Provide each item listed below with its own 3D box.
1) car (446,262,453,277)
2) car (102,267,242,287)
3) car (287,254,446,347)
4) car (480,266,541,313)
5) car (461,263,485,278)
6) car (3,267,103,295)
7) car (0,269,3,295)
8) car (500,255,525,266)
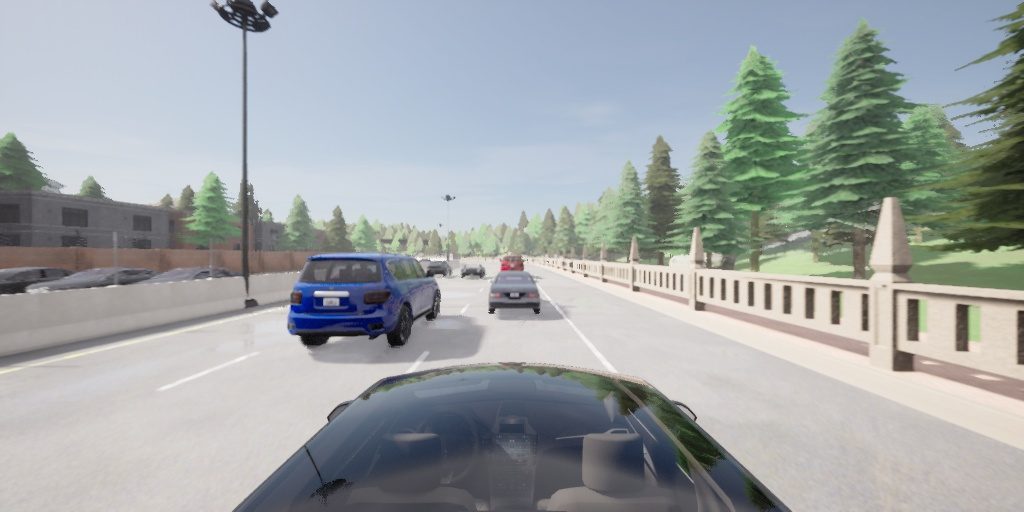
[{"bbox_3d":[-6.963,1.226,34.591,1.837,1.490,4.892,0,0,0],"label":"car"},{"bbox_3d":[-14.126,1.237,15.818,2.128,1.511,4.902,0,0,0],"label":"car"},{"bbox_3d":[-3.421,0.965,9.467,2.150,2.045,5.566,0,0,0],"label":"car"},{"bbox_3d":[0.077,1.285,13.940,2.033,1.411,5.357,0,0,0],"label":"car"},{"bbox_3d":[-3.461,1.321,32.963,1.895,1.301,4.718,0,0,0],"label":"car"},{"bbox_3d":[-17.626,1.239,15.670,2.128,1.511,4.902,0,0,0],"label":"car"},{"bbox_3d":[-21.125,1.256,15.363,1.837,1.490,4.892,0,0,0],"label":"car"},{"bbox_3d":[0.038,0.938,33.682,2.150,2.045,5.566,0,0,0],"label":"car"}]
